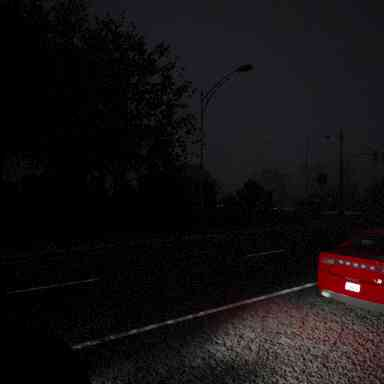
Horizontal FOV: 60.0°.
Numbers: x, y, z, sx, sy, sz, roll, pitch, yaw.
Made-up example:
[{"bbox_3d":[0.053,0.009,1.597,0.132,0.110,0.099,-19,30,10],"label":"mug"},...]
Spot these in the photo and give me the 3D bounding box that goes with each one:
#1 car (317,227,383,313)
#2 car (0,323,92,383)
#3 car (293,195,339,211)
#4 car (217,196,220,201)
[{"bbox_3d":[4.771,1.477,7.128,5.008,1.535,1.882,0,0,-35],"label":"car"},{"bbox_3d":[-2.980,1.492,1.628,4.902,1.511,2.128,0,0,-35],"label":"car"},{"bbox_3d":[14.463,1.476,39.831,1.882,1.535,5.008,0,0,-33],"label":"car"},{"bbox_3d":[3.913,1.453,56.641,1.812,1.442,4.674,0,1,-32],"label":"car"}]
